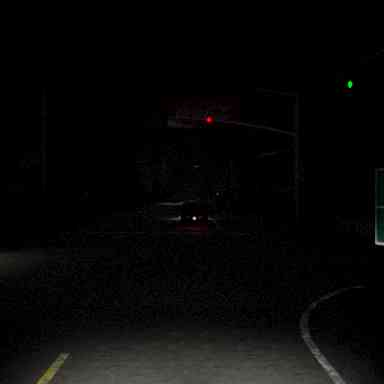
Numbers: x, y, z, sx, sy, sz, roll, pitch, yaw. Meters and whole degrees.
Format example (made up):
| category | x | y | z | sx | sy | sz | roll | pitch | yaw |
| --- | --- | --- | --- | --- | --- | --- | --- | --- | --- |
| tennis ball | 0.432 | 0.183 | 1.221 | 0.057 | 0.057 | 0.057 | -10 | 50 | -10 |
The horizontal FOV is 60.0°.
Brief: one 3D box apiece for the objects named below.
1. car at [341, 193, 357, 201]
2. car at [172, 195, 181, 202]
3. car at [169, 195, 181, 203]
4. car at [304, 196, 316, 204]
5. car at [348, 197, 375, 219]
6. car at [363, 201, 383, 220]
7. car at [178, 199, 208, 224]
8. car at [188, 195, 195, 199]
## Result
| category | x | y | z | sx | sy | sz | roll | pitch | yaw |
| --- | --- | --- | --- | --- | --- | --- | --- | --- | --- |
| car | 34.741 | 1.489 | 71.903 | 2.007 | 1.523 | 4.514 | 0 | 0 | 0 |
| car | -3.619 | 1.540 | 78.920 | 2.033 | 1.411 | 5.357 | 0 | 0 | 0 |
| car | -3.612 | 1.352 | 68.598 | 2.097 | 1.767 | 4.553 | 0 | 0 | 0 |
| car | 22.355 | 1.552 | 64.083 | 1.970 | 1.475 | 3.806 | 0 | 0 | 0 |
| car | 14.311 | 1.504 | 24.998 | 3.866 | 1.878 | 1.905 | 0 | 0 | 0 |
| car | 18.625 | 1.672 | 30.678 | 4.611 | 1.667 | 2.242 | 0 | 0 | 0 |
| car | 0.133 | 1.502 | 24.442 | 1.837 | 1.490 | 4.892 | 0 | 0 | -1 |
| car | -0.130 | 1.552 | 86.342 | 1.994 | 1.385 | 4.181 | 0 | 0 | 0 |
